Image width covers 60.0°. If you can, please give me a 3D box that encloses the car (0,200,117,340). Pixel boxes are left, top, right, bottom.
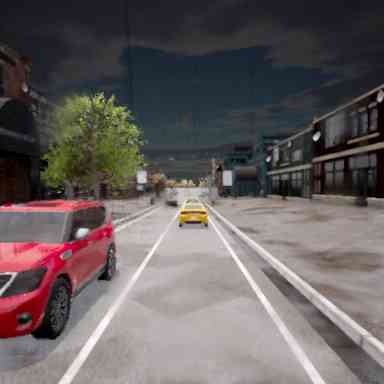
[{"bbox_3d":[-3.101,1.225,6.904,2.150,2.045,5.566,0,0,0],"label":"car"}]

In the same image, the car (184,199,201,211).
[{"bbox_3d":[0.088,1.600,41.933,1.994,1.385,4.181,0,0,0],"label":"car"}]

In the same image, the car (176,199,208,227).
[{"bbox_3d":[0.095,1.518,23.455,1.882,1.535,5.008,0,0,0],"label":"car"}]

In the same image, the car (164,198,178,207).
[{"bbox_3d":[-3.080,1.601,50.008,1.895,1.301,4.718,0,0,0],"label":"car"}]
